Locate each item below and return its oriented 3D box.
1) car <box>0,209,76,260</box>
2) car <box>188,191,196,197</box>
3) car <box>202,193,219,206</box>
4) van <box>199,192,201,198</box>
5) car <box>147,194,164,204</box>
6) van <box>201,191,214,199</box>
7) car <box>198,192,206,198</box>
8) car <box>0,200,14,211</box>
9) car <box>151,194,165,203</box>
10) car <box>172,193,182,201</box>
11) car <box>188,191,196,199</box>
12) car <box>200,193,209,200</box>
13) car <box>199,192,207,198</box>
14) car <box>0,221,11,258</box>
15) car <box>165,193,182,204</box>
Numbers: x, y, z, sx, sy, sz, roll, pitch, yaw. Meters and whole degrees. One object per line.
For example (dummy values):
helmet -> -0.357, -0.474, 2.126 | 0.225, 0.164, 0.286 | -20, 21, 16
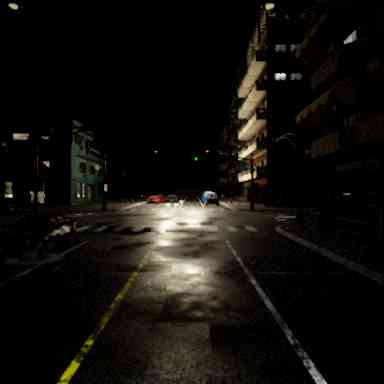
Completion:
car -> -5.645, 1.444, 12.037 | 1.887, 1.381, 4.507 | 1, 0, 0
car -> 0.004, 0.584, 84.461 | 1.812, 1.442, 4.674 | 0, 1, 0
car -> 2.705, 1.162, 44.556 | 2.008, 1.369, 4.403 | 1, 1, 0
van -> 2.709, 0.796, 61.295 | 1.690, 1.788, 3.998 | 1, 1, 0
car -> -5.676, 1.141, 50.100 | 1.802, 1.307, 4.206 | 1, 1, 0
van -> 2.708, 0.900, 50.133 | 1.690, 1.788, 3.998 | 1, 1, 0
car -> 2.708, 0.746, 89.199 | 1.947, 1.339, 4.313 | 1, 1, 0
car -> -19.715, 1.423, 32.353 | 4.403, 1.369, 2.008 | 0, 0, 1
car -> -5.675, 1.052, 55.680 | 1.887, 1.381, 4.507 | 1, 1, 0
car -> -2.999, 0.919, 67.642 | 1.812, 1.442, 4.674 | 0, 1, 0
car -> 0.005, 0.801, 74.038 | 1.882, 1.535, 5.008 | 0, 1, 0
car -> 2.707, 0.871, 72.626 | 1.752, 1.417, 4.829 | 1, 1, 0
car -> 2.707, 0.802, 83.619 | 1.947, 1.339, 4.313 | 1, 1, 0
car -> -5.644, 1.386, 6.391 | 1.967, 1.590, 4.097 | 1, 0, 0
car -> -3.063, 1.105, 52.113 | 1.994, 1.385, 4.181 | 0, 0, 0
